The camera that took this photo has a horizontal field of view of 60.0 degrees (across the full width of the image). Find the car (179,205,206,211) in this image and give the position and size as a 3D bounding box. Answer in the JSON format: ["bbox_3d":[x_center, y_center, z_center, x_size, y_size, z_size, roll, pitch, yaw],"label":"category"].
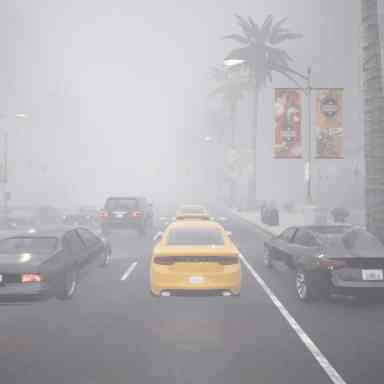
[{"bbox_3d":[0.031,1.478,18.836,1.882,1.535,5.008,0,0,0],"label":"car"}]

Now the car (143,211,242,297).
[{"bbox_3d":[0.070,1.478,8.637,1.882,1.535,5.008,0,0,0],"label":"car"}]

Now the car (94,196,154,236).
[{"bbox_3d":[-3.467,1.222,18.565,2.150,2.045,5.566,0,0,0],"label":"car"}]

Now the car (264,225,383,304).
[{"bbox_3d":[3.164,1.513,8.227,2.161,1.482,4.786,0,0,-1],"label":"car"}]

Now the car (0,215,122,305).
[{"bbox_3d":[-3.424,1.547,8.294,2.033,1.411,5.357,0,0,0],"label":"car"}]

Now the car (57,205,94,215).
[{"bbox_3d":[-7.083,1.604,22.468,1.895,1.301,4.718,0,0,0],"label":"car"}]

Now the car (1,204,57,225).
[{"bbox_3d":[-10.583,1.547,22.457,2.033,1.411,5.357,0,0,0],"label":"car"}]
